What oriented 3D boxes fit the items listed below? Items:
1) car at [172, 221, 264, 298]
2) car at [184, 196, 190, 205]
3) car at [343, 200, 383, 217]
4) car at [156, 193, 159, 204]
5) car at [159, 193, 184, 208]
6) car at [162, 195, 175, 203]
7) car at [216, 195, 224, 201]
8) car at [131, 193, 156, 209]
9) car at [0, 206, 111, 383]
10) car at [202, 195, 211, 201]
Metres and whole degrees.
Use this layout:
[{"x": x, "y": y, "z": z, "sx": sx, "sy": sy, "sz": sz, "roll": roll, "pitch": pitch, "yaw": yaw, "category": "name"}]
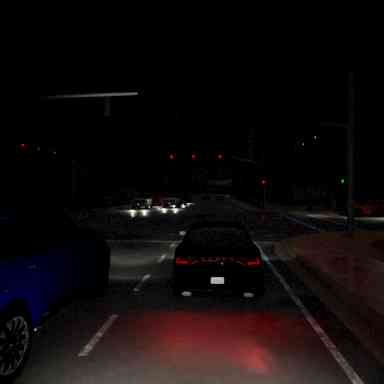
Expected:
[{"x": 0.646, "y": 1.477, "z": 8.590, "sx": 1.882, "sy": 1.535, "sz": 5.008, "roll": 0, "pitch": 0, "yaw": 4, "category": "car"}, {"x": -2.084, "y": 1.350, "z": 58.580, "sx": 2.097, "sy": 1.767, "sz": 4.553, "roll": 0, "pitch": 0, "yaw": 5, "category": "car"}, {"x": 16.746, "y": 1.476, "z": 30.951, "sx": 5.008, "sy": 1.535, "sz": 1.882, "roll": 0, "pitch": 0, "yaw": 5, "category": "car"}, {"x": -5.848, "y": 1.219, "z": 55.623, "sx": 2.150, "sy": 2.045, "sz": 5.566, "roll": 0, "pitch": 0, "yaw": 5, "category": "car"}, {"x": -2.894, "y": 1.220, "z": 48.923, "sx": 2.150, "sy": 2.045, "sz": 5.566, "roll": 0, "pitch": 0, "yaw": 5, "category": "car"}, {"x": -4.739, "y": 1.475, "z": 68.231, "sx": 1.882, "sy": 1.535, "sz": 5.008, "roll": 0, "pitch": 0, "yaw": 5, "category": "car"}, {"x": 7.156, "y": 1.549, "z": 84.781, "sx": 1.994, "sy": 1.385, "sz": 4.181, "roll": 0, "pitch": 0, "yaw": 5, "category": "car"}, {"x": -6.724, "y": 1.220, "z": 45.313, "sx": 2.150, "sy": 2.045, "sz": 5.566, "roll": 0, "pitch": 0, "yaw": 3, "category": "car"}, {"x": -3.075, "y": 1.221, "z": 5.481, "sx": 2.150, "sy": 2.045, "sz": 5.566, "roll": 0, "pitch": 0, "yaw": 3, "category": "car"}, {"x": 3.639, "y": 1.521, "z": 84.720, "sx": 1.812, "sy": 1.442, "sz": 4.674, "roll": 0, "pitch": 0, "yaw": 5, "category": "car"}]
